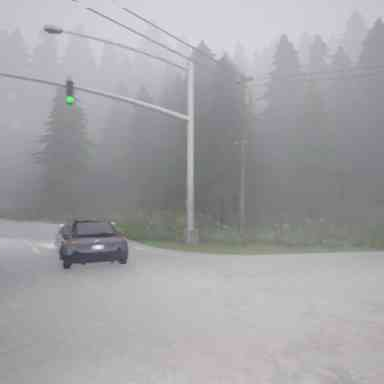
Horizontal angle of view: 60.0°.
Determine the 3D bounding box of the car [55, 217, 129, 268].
[{"bbox_3d":[-3.543,1.553,11.447,1.994,1.385,4.181,0,0,-24],"label":"car"}]
